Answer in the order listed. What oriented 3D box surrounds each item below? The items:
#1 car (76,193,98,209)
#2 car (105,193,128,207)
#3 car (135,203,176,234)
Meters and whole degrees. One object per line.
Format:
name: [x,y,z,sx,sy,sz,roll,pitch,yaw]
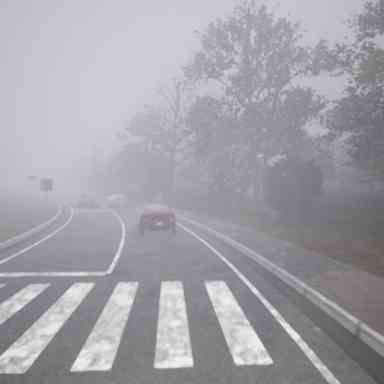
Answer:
car: [-11.084,0.897,34.968,1.837,1.490,4.892,1,2,-23]
car: [-8.690,0.886,38.632,1.812,1.442,4.674,1,2,-24]
car: [-2.084,1.350,18.576,1.882,1.535,5.008,0,1,-12]
